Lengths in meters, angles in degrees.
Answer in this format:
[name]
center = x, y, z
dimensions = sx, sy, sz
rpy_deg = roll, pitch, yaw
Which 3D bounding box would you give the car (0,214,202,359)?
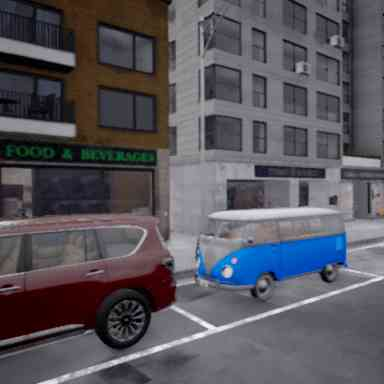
[car]
center = -2.567, 1.310, 4.698
dimensions = 5.009, 1.841, 2.192
rpy_deg = -1, 0, -35

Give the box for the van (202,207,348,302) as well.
[van]
center = 1.966, 1.289, 7.856
dimensions = 3.998, 1.788, 1.690
rpy_deg = -1, 0, -35
